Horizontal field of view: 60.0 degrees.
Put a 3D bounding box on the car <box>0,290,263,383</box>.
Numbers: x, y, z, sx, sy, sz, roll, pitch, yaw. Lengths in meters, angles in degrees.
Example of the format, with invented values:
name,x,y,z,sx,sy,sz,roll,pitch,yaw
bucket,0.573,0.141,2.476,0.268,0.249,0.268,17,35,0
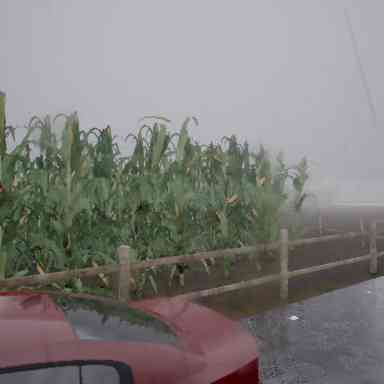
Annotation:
name,x,y,z,sx,sy,sz,roll,pitch,yaw
car,-1.778,1.478,1.804,5.008,1.535,1.882,0,0,-36
